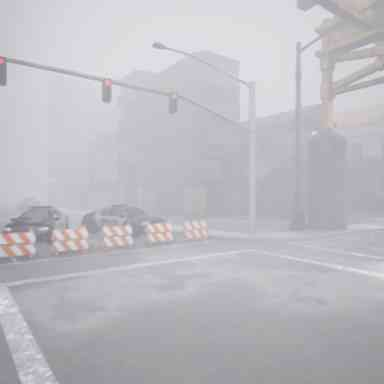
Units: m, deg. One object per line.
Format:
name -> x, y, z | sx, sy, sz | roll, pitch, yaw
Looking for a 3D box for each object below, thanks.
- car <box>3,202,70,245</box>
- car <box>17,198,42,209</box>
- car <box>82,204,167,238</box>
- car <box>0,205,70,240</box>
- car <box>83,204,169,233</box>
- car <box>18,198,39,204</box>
car -> -7.088, 1.455, 15.506 | 2.038, 1.542, 4.974 | 0, 0, -11
car -> -19.197, 1.300, 39.204 | 1.853, 1.218, 4.536 | 0, 0, -36
car -> -3.514, 1.456, 17.657 | 4.974, 1.542, 2.038 | 0, 0, 34
car -> -7.098, 1.297, 15.557 | 1.853, 1.218, 4.536 | 0, 0, -11
car -> -3.557, 1.298, 17.686 | 4.536, 1.218, 1.853 | 0, 0, 34
car -> -19.167, 1.457, 39.162 | 2.038, 1.542, 4.974 | 0, 0, -36
